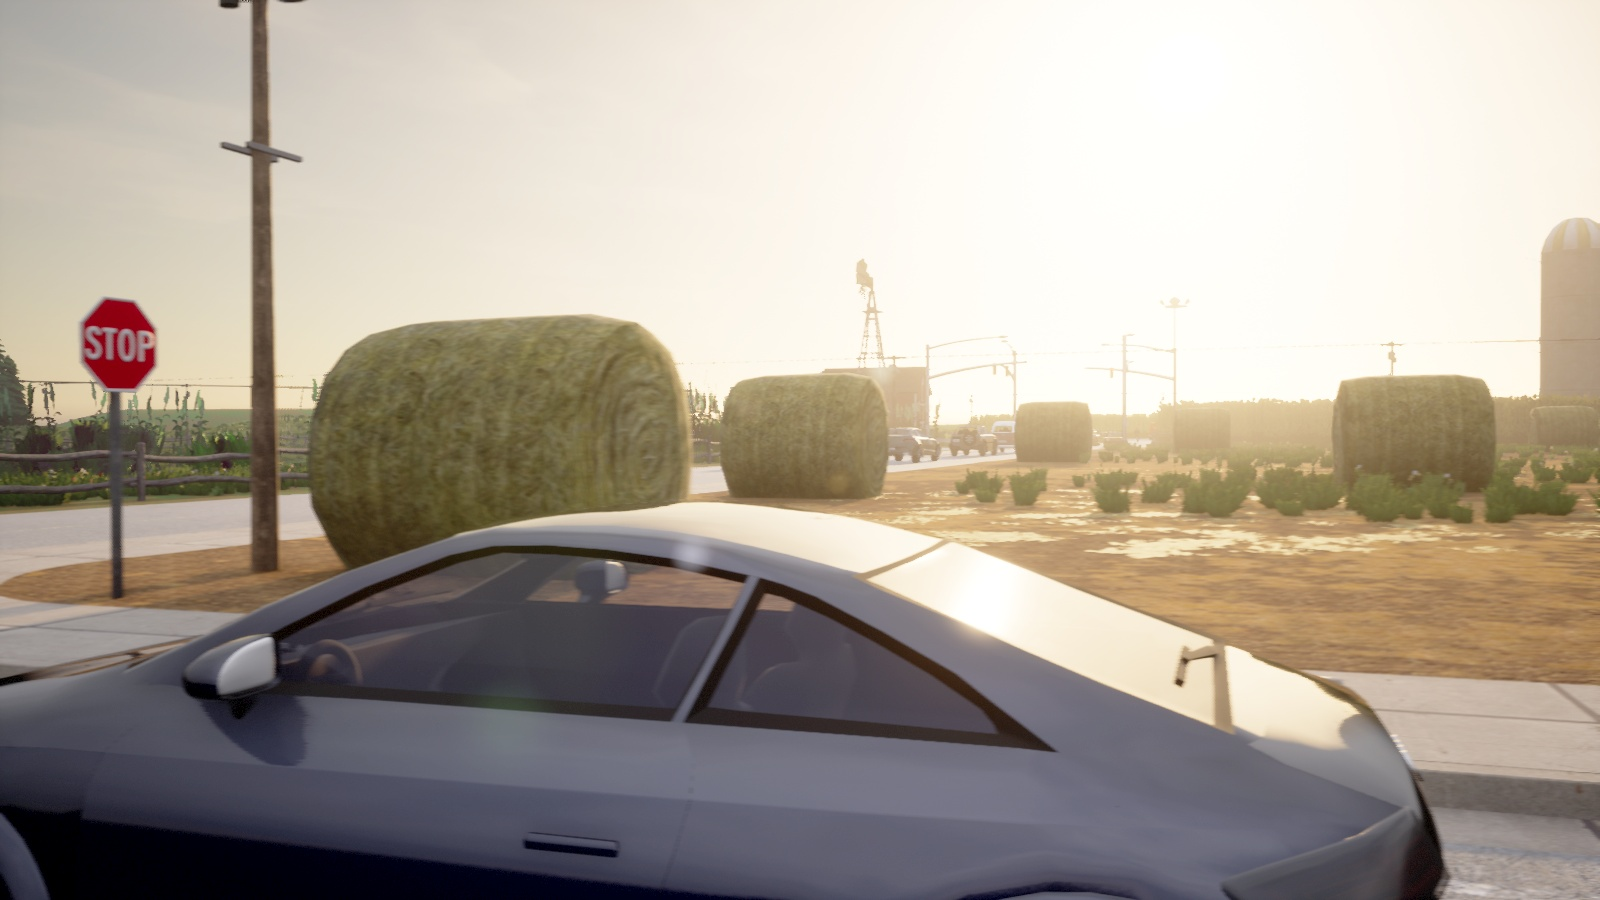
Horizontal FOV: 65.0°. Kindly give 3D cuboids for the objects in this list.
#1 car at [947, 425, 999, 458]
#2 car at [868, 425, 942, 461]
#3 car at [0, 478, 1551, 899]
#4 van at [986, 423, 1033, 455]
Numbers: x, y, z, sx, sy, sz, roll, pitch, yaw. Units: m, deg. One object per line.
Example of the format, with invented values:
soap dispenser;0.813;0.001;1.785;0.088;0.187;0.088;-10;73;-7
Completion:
car;9.948;-0.504;71.848;1.932;1.855;4.605;1;1;21
car;5.017;-0.359;59.231;2.152;1.651;5.027;1;1;21
car;-0.609;0.834;3.401;4.181;1.385;1.994;1;1;18
van;13.530;-0.730;81.008;2.069;2.038;4.480;1;1;21
